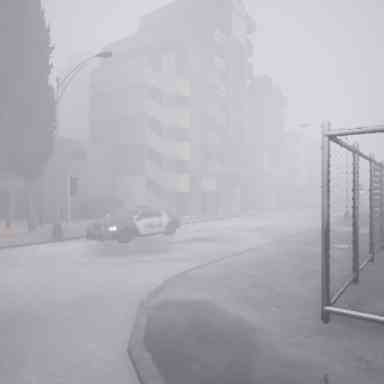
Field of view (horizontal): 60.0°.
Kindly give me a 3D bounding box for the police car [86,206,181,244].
[{"bbox_3d":[-2.702,1.492,15.976,2.038,1.542,4.974,0,0,35],"label":"police car"}]
